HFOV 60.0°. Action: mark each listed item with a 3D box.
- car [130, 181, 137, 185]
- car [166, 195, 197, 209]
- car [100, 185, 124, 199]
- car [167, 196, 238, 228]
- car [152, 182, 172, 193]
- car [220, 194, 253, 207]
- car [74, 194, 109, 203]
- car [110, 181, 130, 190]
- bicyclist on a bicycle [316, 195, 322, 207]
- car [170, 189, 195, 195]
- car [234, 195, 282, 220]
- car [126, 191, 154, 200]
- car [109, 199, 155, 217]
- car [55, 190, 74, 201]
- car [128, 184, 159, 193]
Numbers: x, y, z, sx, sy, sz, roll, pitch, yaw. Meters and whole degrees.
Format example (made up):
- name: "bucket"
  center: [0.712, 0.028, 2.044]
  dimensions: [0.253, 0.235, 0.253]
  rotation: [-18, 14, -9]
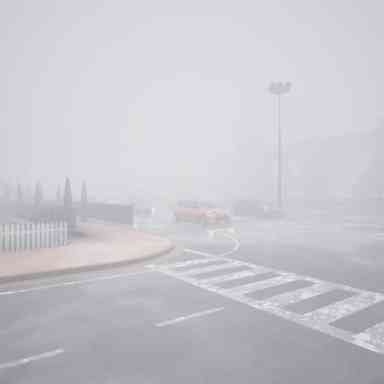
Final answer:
- name: "car"
  center: [-12.803, -1.487, 69.619]
  dimensions: [1.882, 1.535, 5.008]
  rotation: [0, 7, -37]
- name: "car"
  center: [-0.913, 1.428, 36.064]
  dimensions: [1.882, 1.535, 5.008]
  rotation: [0, 1, -37]
- name: "car"
  center: [-12.829, 0.278, 51.912]
  dimensions: [1.812, 1.442, 4.674]
  rotation: [0, 6, -37]
- name: "car"
  center: [0.581, 1.351, 22.518]
  dimensions: [2.097, 1.767, 4.553]
  rotation: [0, 0, -37]
- name: "car"
  center: [-6.121, -0.921, 66.553]
  dimensions: [2.150, 2.045, 5.566]
  rotation: [0, 8, -37]
- name: "car"
  center: [6.607, 1.231, 49.637]
  dimensions: [1.882, 1.535, 5.008]
  rotation: [0, 3, -37]
- name: "car"
  center: [-11.778, 1.231, 38.810]
  dimensions: [1.895, 1.301, 4.718]
  rotation: [0, 3, -37]
- name: "car"
  center: [-14.795, -1.300, 66.276]
  dimensions: [1.882, 1.535, 5.008]
  rotation: [0, 7, -37]
- name: "bicyclist on a bicycle"
  center: [18.084, 1.291, 47.388]
  dimensions: [1.656, 1.620, 0.582]
  rotation: [0, 0, -37]
- name: "car"
  center: [-1.006, 0.733, 53.924]
  dimensions: [1.882, 1.535, 5.008]
  rotation: [0, 4, -37]
- name: "car"
  center: [5.278, 1.346, 27.907]
  dimensions: [2.097, 1.767, 4.553]
  rotation: [0, 0, -37]
- name: "car"
  center: [-6.964, 1.100, 44.056]
  dimensions: [2.033, 1.411, 5.357]
  rotation: [0, 3, -37]
- name: "car"
  center: [-5.554, 1.574, 30.592]
  dimensions: [1.895, 1.301, 4.718]
  rotation: [0, 1, -37]
- name: "car"
  center: [-17.937, 0.398, 47.044]
  dimensions: [1.994, 1.385, 4.181]
  rotation: [0, 6, -37]
- name: "car"
  center: [-8.532, 0.058, 57.942]
  dimensions: [2.033, 1.411, 5.357]
  rotation: [0, 6, -37]
